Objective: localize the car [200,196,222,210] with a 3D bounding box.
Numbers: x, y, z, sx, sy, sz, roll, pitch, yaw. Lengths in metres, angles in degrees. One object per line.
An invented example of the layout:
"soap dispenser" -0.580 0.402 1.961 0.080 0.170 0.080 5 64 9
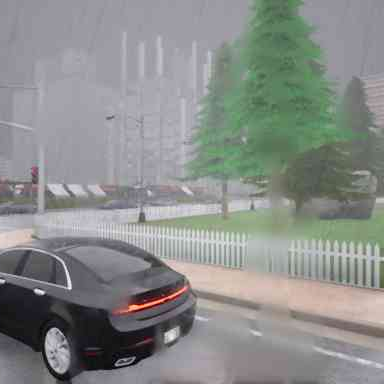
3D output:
"car" 2.684 1.562 41.635 1.994 1.385 4.181 0 0 34

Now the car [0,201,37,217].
"car" -17.009 1.562 31.508 1.994 1.385 4.181 0 0 34

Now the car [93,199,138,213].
"car" -8.569 1.545 37.796 2.033 1.411 5.357 0 0 34

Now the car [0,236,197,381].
"car" -2.211 1.505 5.505 4.892 1.490 1.837 0 0 36

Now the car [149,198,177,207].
"car" -4.398 1.599 50.258 1.895 1.301 4.718 0 0 34
